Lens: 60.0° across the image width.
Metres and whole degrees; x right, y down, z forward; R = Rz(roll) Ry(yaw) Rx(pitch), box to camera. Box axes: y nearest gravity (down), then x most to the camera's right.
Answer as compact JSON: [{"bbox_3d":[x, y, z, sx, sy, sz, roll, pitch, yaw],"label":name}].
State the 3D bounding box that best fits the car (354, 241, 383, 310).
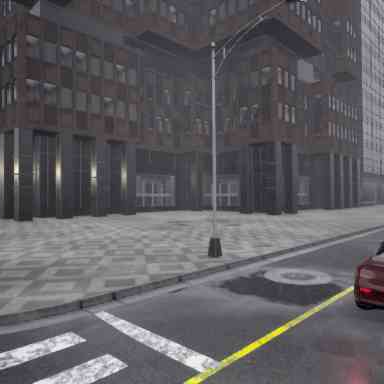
[{"bbox_3d":[4.838,1.535,6.820,1.812,1.442,4.674,-1,-1,44],"label":"car"}]
